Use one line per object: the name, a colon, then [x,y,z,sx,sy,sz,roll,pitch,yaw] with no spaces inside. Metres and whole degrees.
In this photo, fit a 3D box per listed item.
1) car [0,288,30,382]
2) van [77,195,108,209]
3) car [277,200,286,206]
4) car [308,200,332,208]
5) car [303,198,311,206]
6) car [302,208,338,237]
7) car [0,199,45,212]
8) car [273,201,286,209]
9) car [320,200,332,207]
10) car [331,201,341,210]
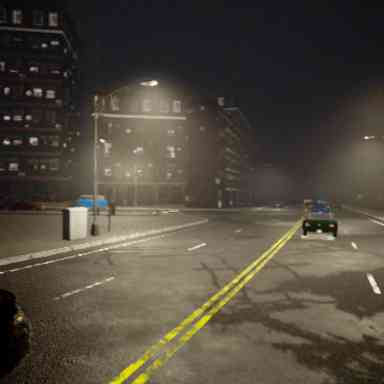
car: [-3.421,1.530,2.286,1.812,1.442,4.674,0,-1,23]
van: [-12.977,1.339,43.504,3.998,1.788,1.690,1,-1,-8]
car: [21.439,2.702,79.272,1.895,1.301,4.718,0,-1,17]
car: [14.707,2.053,38.311,1.882,1.535,5.008,0,-1,20]
car: [29.254,2.789,82.761,1.895,1.301,4.718,0,-1,16]
car: [7.911,1.912,20.537,1.895,1.301,4.718,0,-1,22]
car: [-17.496,1.412,34.403,4.206,1.307,1.802,1,-2,-8]
car: [16.606,2.395,63.920,2.128,1.511,4.902,0,-1,19]
car: [31.038,2.669,77.332,2.128,1.511,4.902,0,-1,17]
car: [25.523,2.405,59.523,1.837,1.490,4.892,0,-1,18]
